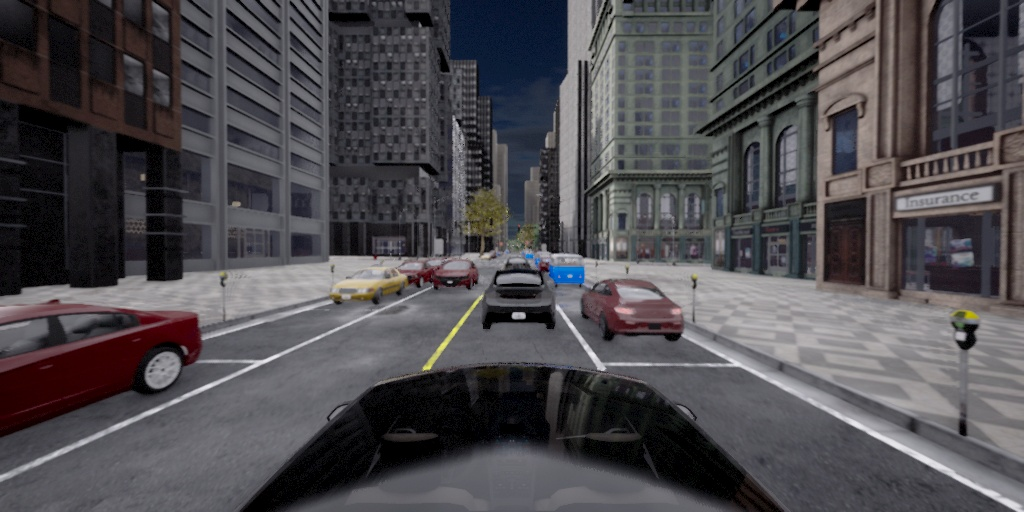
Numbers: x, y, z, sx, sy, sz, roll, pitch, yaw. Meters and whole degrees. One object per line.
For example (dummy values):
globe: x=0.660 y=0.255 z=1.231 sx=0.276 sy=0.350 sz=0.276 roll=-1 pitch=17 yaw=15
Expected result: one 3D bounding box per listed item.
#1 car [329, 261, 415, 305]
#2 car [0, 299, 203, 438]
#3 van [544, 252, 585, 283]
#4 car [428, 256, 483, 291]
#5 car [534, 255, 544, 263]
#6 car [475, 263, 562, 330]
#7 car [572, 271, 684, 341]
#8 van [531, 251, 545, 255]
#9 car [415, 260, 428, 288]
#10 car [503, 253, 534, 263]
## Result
car: x=-5.635 y=1.029 z=14.659 sx=1.751 sy=1.417 sz=4.829 roll=0 pitch=0 yaw=1
car: x=-5.764 y=1.243 z=3.780 sx=1.888 sy=1.381 sz=4.507 roll=0 pitch=0 yaw=1
van: x=2.982 y=0.774 z=20.233 sx=1.690 sy=1.789 sz=3.998 roll=0 pitch=0 yaw=1
car: x=-2.887 y=0.910 z=19.338 sx=1.882 sy=1.535 sz=5.008 roll=0 pitch=1 yaw=1
car: x=3.118 y=0.785 z=31.280 sx=1.888 sy=1.381 sz=4.507 roll=0 pitch=0 yaw=1
car: x=0.192 y=1.098 z=10.508 sx=1.837 sy=1.490 sz=4.892 roll=0 pitch=0 yaw=1
car: x=2.847 y=1.209 z=9.185 sx=1.802 sy=1.307 sz=4.207 roll=0 pitch=0 yaw=1
van: x=3.185 y=0.485 z=36.804 sx=1.690 sy=1.789 sz=3.998 roll=0 pitch=0 yaw=1
car: x=-5.568 y=0.952 z=20.353 sx=1.888 sy=1.381 sz=4.507 roll=0 pitch=0 yaw=1
car: x=0.391 y=0.785 z=27.001 sx=1.882 sy=1.535 sz=5.008 roll=0 pitch=1 yaw=1
